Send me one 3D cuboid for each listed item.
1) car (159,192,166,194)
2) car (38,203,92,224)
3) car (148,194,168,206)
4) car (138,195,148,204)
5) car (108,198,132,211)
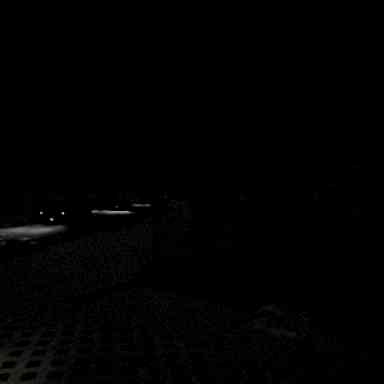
[{"bbox_3d":[-5.997,1.086,65.913,2.150,2.045,5.566,1,0,-5],"label":"car"},{"bbox_3d":[-8.797,1.429,23.418,1.895,1.301,4.718,1,0,4],"label":"car"},{"bbox_3d":[-5.167,1.429,50.898,1.994,1.385,4.181,1,0,-1],"label":"car"},{"bbox_3d":[-8.214,1.315,57.335,1.882,1.535,5.008,1,0,-3],"label":"car"},{"bbox_3d":[-8.079,1.397,37.821,1.994,1.385,4.181,1,0,1],"label":"car"}]
